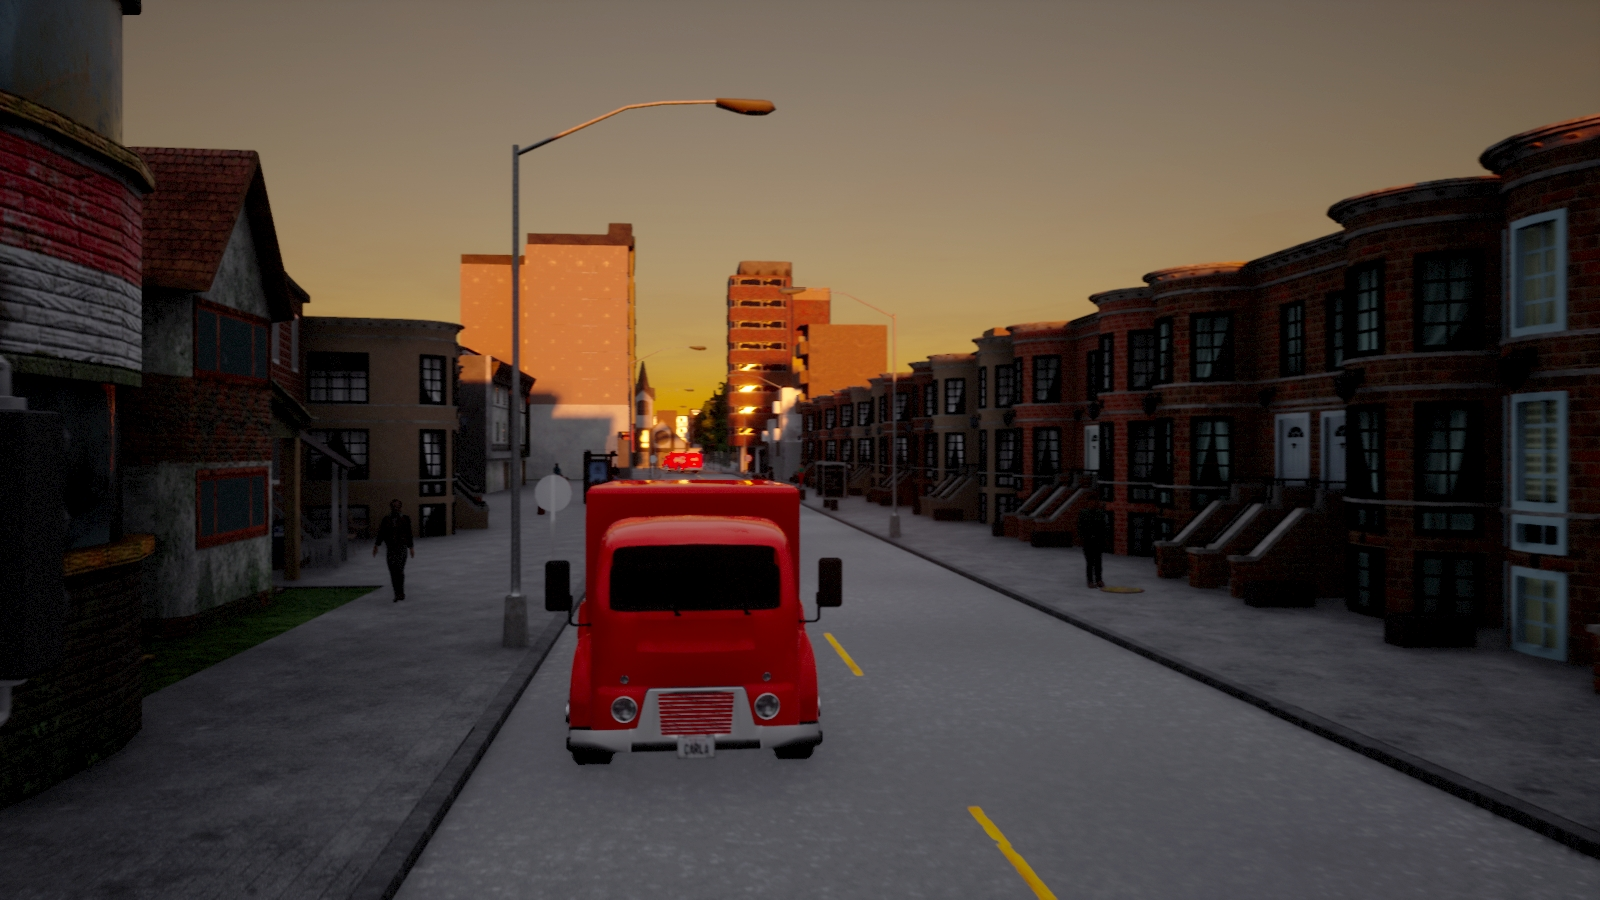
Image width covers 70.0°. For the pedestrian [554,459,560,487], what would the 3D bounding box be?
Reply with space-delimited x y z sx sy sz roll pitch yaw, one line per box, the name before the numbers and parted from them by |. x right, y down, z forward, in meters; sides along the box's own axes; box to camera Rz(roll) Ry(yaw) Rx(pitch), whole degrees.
pedestrian | -16.213 1.533 76.211 0.375 1.860 0.375 0 0 -2

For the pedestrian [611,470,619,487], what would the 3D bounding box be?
pedestrian | -12.365 1.911 76.467 0.500 1.100 0.500 0 0 -6

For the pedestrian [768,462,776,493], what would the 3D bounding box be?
pedestrian | -1.666 1.630 68.672 0.375 1.860 0.375 0 0 20

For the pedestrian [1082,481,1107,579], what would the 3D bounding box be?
pedestrian | 5.651 1.523 21.938 0.375 1.860 0.375 0 0 0

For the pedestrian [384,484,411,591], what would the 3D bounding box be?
pedestrian | -7.067 1.526 20.061 0.375 1.860 0.375 0 0 -9

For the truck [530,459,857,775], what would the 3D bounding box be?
truck | -1.109 1.347 11.805 2.627 2.467 5.204 0 0 -6

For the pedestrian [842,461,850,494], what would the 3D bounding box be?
pedestrian | 2.565 1.525 63.713 0.375 1.860 0.375 0 0 -1
